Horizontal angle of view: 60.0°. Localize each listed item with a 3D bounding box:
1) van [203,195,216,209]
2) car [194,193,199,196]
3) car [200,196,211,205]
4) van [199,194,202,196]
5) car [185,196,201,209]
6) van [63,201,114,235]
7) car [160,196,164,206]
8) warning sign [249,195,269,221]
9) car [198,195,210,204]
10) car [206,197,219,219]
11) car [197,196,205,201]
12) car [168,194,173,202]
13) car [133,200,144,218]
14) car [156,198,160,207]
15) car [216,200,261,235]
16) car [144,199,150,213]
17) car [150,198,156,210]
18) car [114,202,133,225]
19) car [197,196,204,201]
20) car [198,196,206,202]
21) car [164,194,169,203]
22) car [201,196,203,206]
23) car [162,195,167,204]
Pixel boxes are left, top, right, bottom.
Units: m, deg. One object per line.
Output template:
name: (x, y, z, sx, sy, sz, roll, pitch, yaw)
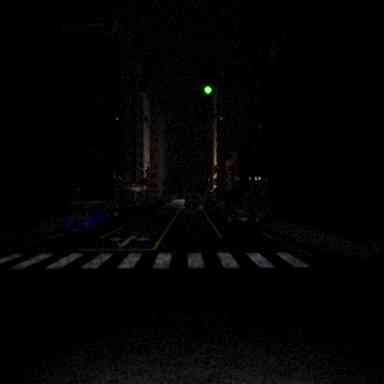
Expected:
van: (2.563, 1.434, 41.567, 1.690, 1.788, 3.998, 0, 0, 0)
car: (-0.149, 1.486, 59.964, 2.097, 1.767, 4.553, 0, 0, 0)
car: (2.494, 1.579, 64.244, 1.967, 1.590, 4.097, 0, 0, 0)
van: (2.511, 1.469, 58.574, 1.690, 1.788, 3.998, 0, 0, 0)
car: (-0.010, 1.633, 46.712, 1.812, 1.442, 4.674, 0, 0, 0)
van: (-5.893, 1.392, 18.861, 1.690, 1.788, 3.998, 0, 0, 0)
car: (-5.996, 1.693, 52.870, 1.947, 1.339, 4.313, 0, 0, 0)
warning sign: (5.016, 1.167, 24.892, 1.300, 1.860, 1.060, 0, 0, 0)
car: (2.476, 1.464, 69.913, 2.192, 1.841, 5.009, 0, 0, 0)
car: (2.598, 1.507, 30.228, 1.967, 1.590, 4.097, 0, 0, 0)
car: (2.424, 1.732, 86.920, 2.008, 1.369, 4.403, 0, 0, 0)
car: (-6.067, 1.485, 75.544, 2.192, 1.841, 5.009, 0, 0, 0)
car: (-5.927, 1.644, 30.198, 1.947, 1.339, 4.313, 0, 0, 0)
car: (-5.979, 1.641, 47.032, 1.752, 1.417, 4.829, 0, 0, 0)
car: (2.633, 1.481, 18.890, 1.967, 1.590, 4.097, 0, 0, 0)
car: (-5.944, 1.673, 35.866, 1.802, 1.307, 4.206, 0, 0, 0)
car: (-5.962, 1.669, 41.534, 1.947, 1.339, 4.313, 0, 0, 0)
car: (-5.910, 1.505, 24.530, 1.967, 1.590, 4.097, 0, 0, 0)
car: (2.407, 1.771, 92.590, 1.802, 1.307, 4.206, 0, 0, 0)
car: (2.441, 1.736, 81.251, 1.947, 1.339, 4.313, 0, 0, 0)
car: (-6.031, 1.674, 64.037, 1.752, 1.417, 4.829, 0, 0, 0)
car: (2.546, 1.631, 47.405, 1.752, 1.417, 4.829, 0, 0, 0)
car: (-6.014, 1.683, 58.538, 1.887, 1.381, 4.507, 0, 0, 0)
